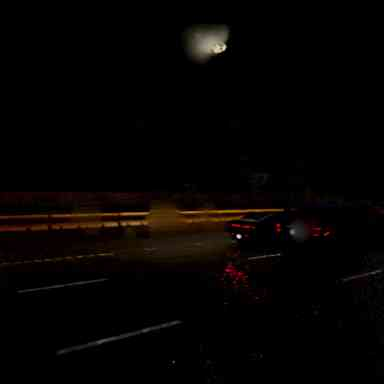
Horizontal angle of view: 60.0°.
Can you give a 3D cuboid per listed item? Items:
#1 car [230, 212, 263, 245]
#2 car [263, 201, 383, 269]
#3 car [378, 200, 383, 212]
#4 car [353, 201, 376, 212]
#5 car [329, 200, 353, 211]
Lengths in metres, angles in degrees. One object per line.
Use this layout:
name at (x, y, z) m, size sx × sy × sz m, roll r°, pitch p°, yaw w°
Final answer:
car at (3.937, 1.666, 15.212) m, size 4.892 × 1.490 × 1.837 m, roll 2°, pitch -1°, yaw -35°
car at (5.389, 1.377, 11.957) m, size 5.566 × 2.045 × 2.150 m, roll 1°, pitch 0°, yaw -35°
car at (29.715, 2.081, 49.771) m, size 2.097 × 1.767 × 4.553 m, roll 0°, pitch -1°, yaw 45°
car at (27.032, 2.242, 52.017) m, size 1.812 × 1.442 × 4.674 m, roll 0°, pitch -1°, yaw 45°
car at (24.219, 2.179, 54.135) m, size 5.008 × 1.535 × 1.882 m, roll 1°, pitch 0°, yaw -45°
